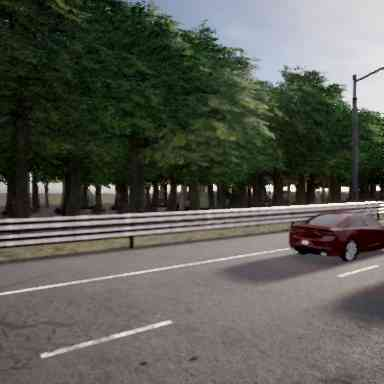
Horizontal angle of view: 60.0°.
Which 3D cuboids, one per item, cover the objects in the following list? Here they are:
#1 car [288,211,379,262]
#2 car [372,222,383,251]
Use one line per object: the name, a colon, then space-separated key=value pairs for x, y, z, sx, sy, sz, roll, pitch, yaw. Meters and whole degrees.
car: x=5.634 y=1.442 z=12.069 sx=5.008 sy=1.535 sz=1.882 roll=0 pitch=0 yaw=-36
car: x=7.278 y=1.515 z=8.943 sx=5.357 sy=1.411 sz=2.033 roll=0 pitch=0 yaw=-36
